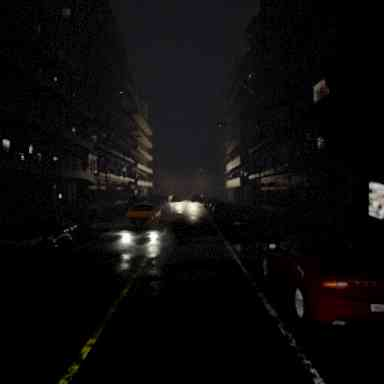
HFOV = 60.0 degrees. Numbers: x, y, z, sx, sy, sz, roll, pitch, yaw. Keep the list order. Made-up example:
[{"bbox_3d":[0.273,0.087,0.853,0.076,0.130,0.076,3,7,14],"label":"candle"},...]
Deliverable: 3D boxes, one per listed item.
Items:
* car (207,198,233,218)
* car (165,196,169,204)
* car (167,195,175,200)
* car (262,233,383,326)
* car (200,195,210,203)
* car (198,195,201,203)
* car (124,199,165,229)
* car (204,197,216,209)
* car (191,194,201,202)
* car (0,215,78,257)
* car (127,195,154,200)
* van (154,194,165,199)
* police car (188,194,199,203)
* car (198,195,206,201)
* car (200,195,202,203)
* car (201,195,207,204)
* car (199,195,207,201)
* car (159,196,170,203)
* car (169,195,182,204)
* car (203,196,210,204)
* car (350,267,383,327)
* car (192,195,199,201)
[{"bbox_3d":[2.684,1.509,29.685,2.008,1.369,4.403,0,0,0],"label":"car"},{"bbox_3d":[-5.705,1.247,58.012,2.192,1.841,5.009,0,0,0],"label":"car"},{"bbox_3d":[-5.713,1.486,91.815,1.752,1.417,4.829,0,0,0],"label":"car"},{"bbox_3d":[2.689,1.534,7.034,1.887,1.381,4.507,0,0,0],"label":"car"},{"bbox_3d":[2.673,1.465,69.485,1.752,1.417,4.829,0,0,0],"label":"car"},{"bbox_3d":[2.675,1.375,63.653,1.967,1.590,4.097,0,0,0],"label":"car"},{"bbox_3d":[-3.104,1.446,21.721,1.882,1.535,5.008,0,0,0],"label":"car"},{"bbox_3d":[2.683,1.501,35.347,2.008,1.369,4.403,0,0,0],"label":"car"},{"bbox_3d":[0.883,1.295,75.250,2.097,1.767,4.553,0,0,0],"label":"car"},{"bbox_3d":[-5.693,1.563,12.716,1.802,1.307,4.206,0,0,0],"label":"car"},{"bbox_3d":[-5.698,1.265,35.366,2.192,1.841,5.009,0,0,0],"label":"car"},{"bbox_3d":[-5.702,1.272,52.352,1.690,1.788,3.998,0,0,0],"label":"van"},{"bbox_3d":[0.786,1.362,65.370,1.930,1.638,5.238,0,0,-2],"label":"police car"},{"bbox_3d":[2.669,1.498,86.306,1.887,1.381,4.507,0,0,0],"label":"car"},{"bbox_3d":[2.678,1.513,52.333,1.802,1.307,4.206,0,0,0],"label":"car"},{"bbox_3d":[2.680,1.376,46.670,1.967,1.590,4.097,0,0,0],"label":"car"},{"bbox_3d":[2.671,1.494,80.640,1.887,1.381,4.507,0,0,0],"label":"car"},{"bbox_3d":[-5.707,1.484,69.336,1.887,1.381,4.507,0,0,0],"label":"car"},{"bbox_3d":[-3.038,1.460,63.774,1.812,1.442,4.674,0,0,1],"label":"car"},{"bbox_3d":[2.681,1.487,41.010,1.887,1.381,4.507,0,0,0],"label":"car"},{"bbox_3d":[2.690,1.542,1.373,1.887,1.381,4.507,0,0,0],"label":"car"},{"bbox_3d":[0.818,1.475,81.275,1.812,1.442,4.674,0,0,0],"label":"car"}]
